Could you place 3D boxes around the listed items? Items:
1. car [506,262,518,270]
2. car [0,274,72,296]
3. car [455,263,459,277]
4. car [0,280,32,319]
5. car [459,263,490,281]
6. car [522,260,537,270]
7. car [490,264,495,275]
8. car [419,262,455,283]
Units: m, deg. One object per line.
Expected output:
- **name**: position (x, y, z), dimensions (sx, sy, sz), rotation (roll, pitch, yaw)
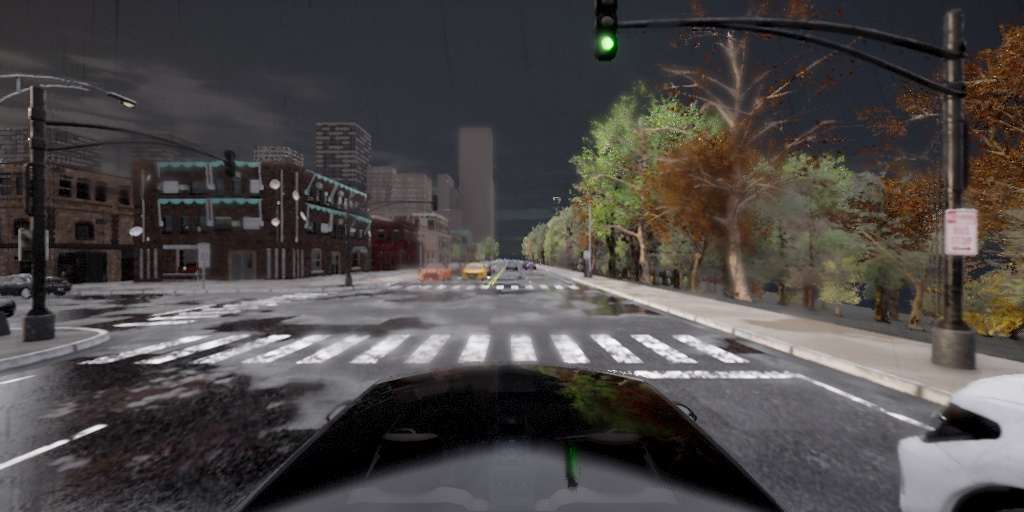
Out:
- **car**: position (0.006, 1.822, 63.248), dimensions (1.994, 1.385, 4.181), rotation (0, 0, 0)
- **car**: position (-28.306, 1.725, 20.777), dimensions (4.403, 1.370, 2.007), rotation (0, 0, 0)
- **car**: position (-6.655, 1.554, 41.103), dimensions (1.882, 1.535, 5.008), rotation (0, -1, 0)
- **car**: position (-19.961, 1.656, 12.277), dimensions (4.313, 1.339, 1.948), rotation (0, 0, 0)
- **car**: position (-3.395, 1.490, 33.266), dimensions (1.882, 1.535, 5.008), rotation (0, 0, 0)
- **car**: position (3.264, 1.783, 63.215), dimensions (1.812, 1.442, 4.674), rotation (0, 0, 0)
- **car**: position (-3.410, 1.619, 43.158), dimensions (1.812, 1.442, 4.674), rotation (0, 0, 0)
- **car**: position (-6.642, 1.350, 31.473), dimensions (2.097, 1.767, 4.553), rotation (0, 0, 0)
